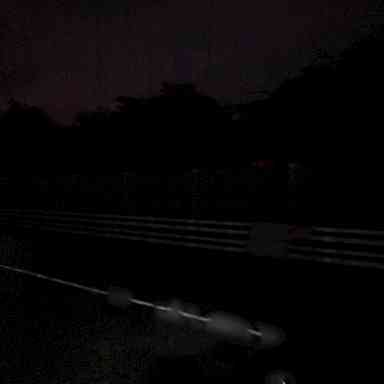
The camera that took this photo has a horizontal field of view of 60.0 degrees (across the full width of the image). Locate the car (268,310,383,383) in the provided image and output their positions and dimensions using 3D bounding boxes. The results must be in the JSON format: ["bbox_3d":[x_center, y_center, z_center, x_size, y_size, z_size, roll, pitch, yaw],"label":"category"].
[{"bbox_3d":[2.913,1.478,1.916,5.008,1.535,1.882,0,0,35],"label":"car"}]
